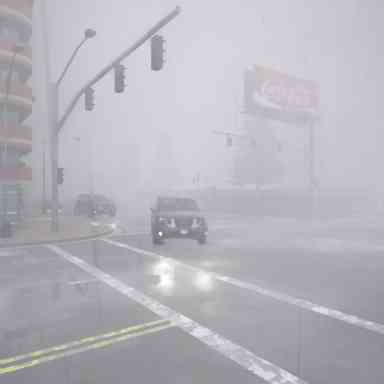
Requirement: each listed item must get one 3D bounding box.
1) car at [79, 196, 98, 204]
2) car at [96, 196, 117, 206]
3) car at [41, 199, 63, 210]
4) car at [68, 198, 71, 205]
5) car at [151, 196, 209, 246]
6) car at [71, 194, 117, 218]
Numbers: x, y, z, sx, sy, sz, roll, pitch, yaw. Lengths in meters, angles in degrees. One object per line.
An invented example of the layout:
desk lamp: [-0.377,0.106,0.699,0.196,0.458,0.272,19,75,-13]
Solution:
car: [-19.974,1.478,64.040,1.882,1.535,5.008,0,0,-36]
car: [-14.487,1.505,56.410,1.837,1.490,4.892,0,0,-36]
car: [-18.302,1.565,43.411,1.994,1.385,4.181,0,0,-35]
car: [-20.557,1.564,58.857,1.994,1.385,4.181,0,0,-36]
car: [-0.735,1.224,15.721,2.150,2.045,5.566,1,0,-9]
car: [-8.807,1.221,30.181,2.150,2.045,5.566,0,0,-36]
